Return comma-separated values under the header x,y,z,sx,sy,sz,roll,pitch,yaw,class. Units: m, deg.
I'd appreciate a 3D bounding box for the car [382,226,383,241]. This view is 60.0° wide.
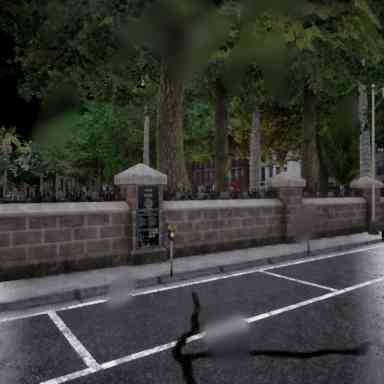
x,y,z,sx,sy,sz,roll,pitch,yaw,class
9.742,1.310,13.489,5.009,1.841,2.192,0,0,-36,car
